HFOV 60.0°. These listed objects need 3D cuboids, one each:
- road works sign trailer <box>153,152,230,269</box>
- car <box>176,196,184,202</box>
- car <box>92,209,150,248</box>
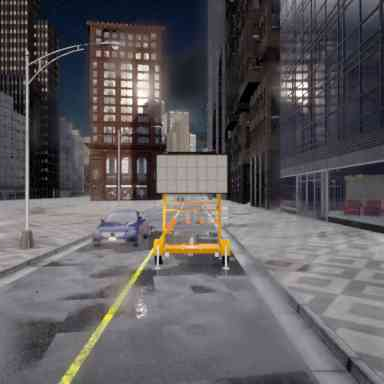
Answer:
[{"bbox_3d":[-0.002,0.465,11.085,2.380,3.560,2.880,0,0,0],"label":"road works sign trailer"},{"bbox_3d":[-3.024,1.668,85.895,2.128,1.511,4.902,0,0,0],"label":"car"},{"bbox_3d":[-3.003,1.527,14.894,1.812,1.442,4.674,0,0,0],"label":"car"}]
